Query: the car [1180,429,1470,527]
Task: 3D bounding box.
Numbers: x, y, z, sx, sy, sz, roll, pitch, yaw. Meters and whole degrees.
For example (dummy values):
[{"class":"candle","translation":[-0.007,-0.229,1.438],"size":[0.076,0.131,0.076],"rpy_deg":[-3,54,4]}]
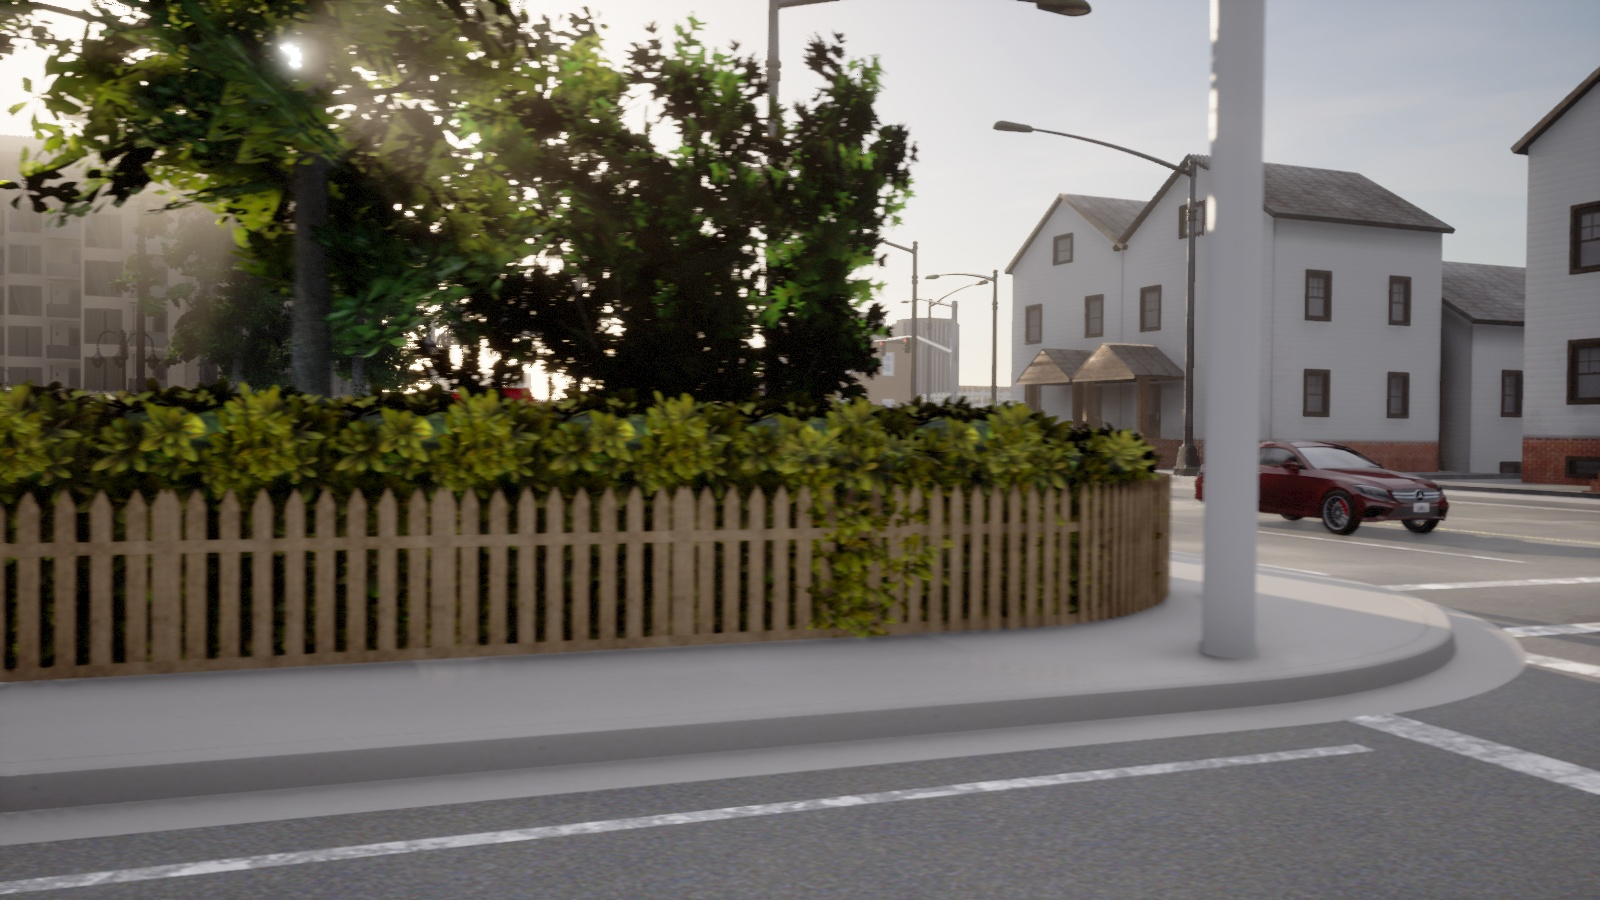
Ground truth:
[{"class":"car","translation":[8.670,0.383,21.260],"size":[1.812,1.442,4.674],"rpy_deg":[-1,1,-21]}]
